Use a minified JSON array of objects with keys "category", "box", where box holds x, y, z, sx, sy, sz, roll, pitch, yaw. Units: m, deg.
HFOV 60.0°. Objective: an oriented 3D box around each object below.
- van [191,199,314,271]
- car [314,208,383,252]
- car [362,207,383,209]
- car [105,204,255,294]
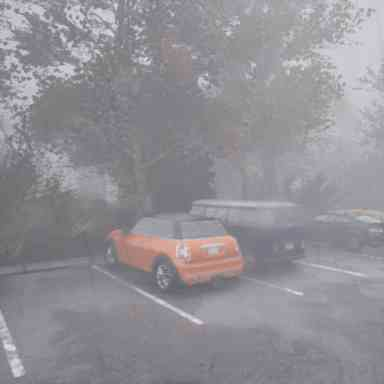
[{"category":"van","box":[1.437,1.257,10.977,1.878,1.987,4.442,0,0,-36]},{"category":"car","box":[6.039,1.535,14.119,2.002,1.452,4.674,0,0,-36]},{"category":"car","box":[10.573,1.506,17.357,2.097,1.535,5.008,0,0,-36]},{"category":"car","box":[-0.741,1.355,9.241,2.185,1.767,4.553,0,0,-36]}]
